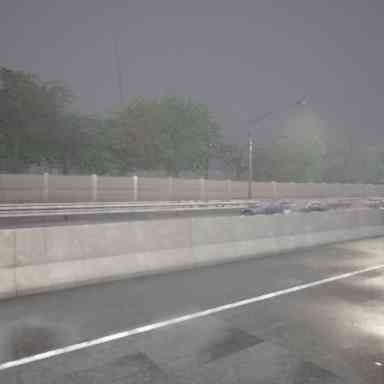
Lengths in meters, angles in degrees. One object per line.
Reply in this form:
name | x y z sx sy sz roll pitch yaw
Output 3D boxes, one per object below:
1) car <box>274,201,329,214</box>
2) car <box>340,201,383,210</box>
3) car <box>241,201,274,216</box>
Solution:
car | 9.542 1.490 27.913 4.902 1.511 2.128 0 0 -35
car | 13.792 1.476 26.627 5.008 1.535 1.882 0 0 -35
car | 6.976 1.545 30.391 5.357 1.411 2.033 0 0 -35
